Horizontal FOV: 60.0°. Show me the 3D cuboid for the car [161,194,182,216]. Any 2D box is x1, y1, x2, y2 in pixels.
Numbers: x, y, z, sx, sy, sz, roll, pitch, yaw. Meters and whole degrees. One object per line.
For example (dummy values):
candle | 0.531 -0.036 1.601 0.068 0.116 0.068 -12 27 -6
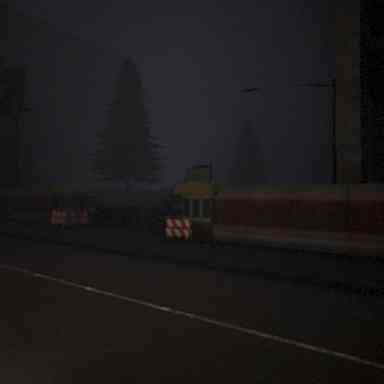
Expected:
car | -0.888 1.146 29.176 3.866 1.878 1.905 0 0 35
